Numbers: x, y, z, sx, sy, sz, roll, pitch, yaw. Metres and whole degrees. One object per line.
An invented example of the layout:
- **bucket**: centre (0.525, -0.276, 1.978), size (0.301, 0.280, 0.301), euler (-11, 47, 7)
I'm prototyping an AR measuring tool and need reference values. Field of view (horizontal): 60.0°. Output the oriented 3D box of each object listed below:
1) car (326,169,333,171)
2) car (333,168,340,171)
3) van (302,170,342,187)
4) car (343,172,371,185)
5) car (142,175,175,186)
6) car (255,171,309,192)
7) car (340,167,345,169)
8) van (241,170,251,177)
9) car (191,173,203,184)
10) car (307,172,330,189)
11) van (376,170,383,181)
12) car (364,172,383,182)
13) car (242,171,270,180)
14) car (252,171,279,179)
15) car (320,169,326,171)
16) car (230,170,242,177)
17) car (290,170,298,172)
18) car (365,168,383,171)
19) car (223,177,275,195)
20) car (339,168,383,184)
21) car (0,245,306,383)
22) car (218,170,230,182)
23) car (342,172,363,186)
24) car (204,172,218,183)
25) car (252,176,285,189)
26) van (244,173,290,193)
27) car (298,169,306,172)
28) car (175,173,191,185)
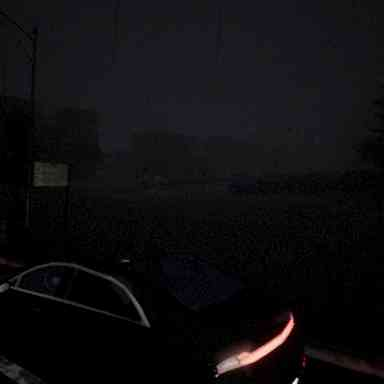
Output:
- **car**: centre (30.768, -4.778, 80.382), size (4.553, 1.767, 2.185), euler (3, 6, 31)
- **car**: centre (33.024, -4.815, 82.257), size (5.008, 1.535, 2.097), euler (3, 6, 31)
- **van**: centre (18.525, -1.646, 47.694), size (4.442, 1.987, 1.878), euler (5, 7, 32)
- **car**: centre (25.530, -1.936, 53.323), size (4.792, 1.488, 2.163), euler (4, 7, 31)
- **car**: centre (-5.503, -1.758, 50.563), size (4.674, 1.452, 2.002), euler (3, 6, 30)
- **car**: centre (11.293, -1.147, 42.250), size (5.566, 2.045, 2.435), euler (5, 8, 32)
- **car**: centre (35.289, -4.968, 84.113), size (5.008, 1.535, 2.097), euler (3, 5, 31)
- **van**: centre (7.983, -3.115, 61.876), size (4.442, 1.987, 1.878), euler (3, 6, 30)
- **car**: centre (-0.951, -2.285, 54.294), size (4.553, 1.767, 2.185), euler (3, 6, 30)
- **car**: centre (16.029, -1.378, 45.942), size (4.553, 1.767, 2.185), euler (5, 7, 32)
- **van**: centre (37.281, -3.095, 62.669), size (4.442, 1.987, 1.878), euler (4, 7, 31)
- **car**: centre (34.699, -2.711, 60.952), size (5.366, 1.575, 1.946), euler (4, 8, 31)
- **car**: centre (12.603, -3.245, 65.574), size (5.008, 1.535, 2.097), euler (3, 6, 30)
- **car**: centre (14.896, -3.394, 67.418), size (4.792, 1.488, 2.163), euler (3, 6, 30)
- **car**: centre (28.476, -4.449, 78.575), size (4.674, 1.452, 2.002), euler (3, 5, 31)
- **car**: centre (5.819, -2.705, 59.971), size (5.008, 1.535, 2.097), euler (3, 6, 30)
- **car**: centre (19.403, -3.781, 71.146), size (4.892, 1.521, 2.231), euler (3, 6, 30)
- **car**: centre (32.570, -2.761, 58.930), size (5.566, 2.045, 2.435), euler (4, 7, 31)
- **car**: centre (6.583, -0.542, 38.604), size (5.008, 1.535, 2.097), euler (5, 7, 32)
- **car**: centre (27.891, -2.396, 55.162), size (5.566, 2.045, 2.435), euler (4, 7, 31)
- **car**: centre (-1.122, 1.460, 4.262), size (4.902, 1.511, 2.128), euler (1, 0, 36)
- **car**: centre (3.580, -2.647, 58.056), size (4.553, 1.767, 2.185), euler (3, 6, 30)
- **car**: centre (23.152, -1.785, 51.465), size (4.892, 1.521, 2.231), euler (5, 8, 31)
- **car**: centre (1.264, -2.314, 56.221), size (4.792, 1.488, 2.163), euler (3, 6, 30)
- **car**: centre (10.825, -1.413, 47.595), size (1.812, 1.442, 4.674), euler (-4, 7, -31)
- **van**: centre (9.054, -0.935, 40.349), size (4.442, 1.987, 1.878), euler (5, 7, 32)
- **car**: centre (21.670, -3.960, 72.998), size (4.892, 1.521, 2.231), euler (3, 6, 31)
- **car**: centre (-3.213, -1.949, 52.432), size (4.792, 1.488, 2.163), euler (3, 6, 30)
